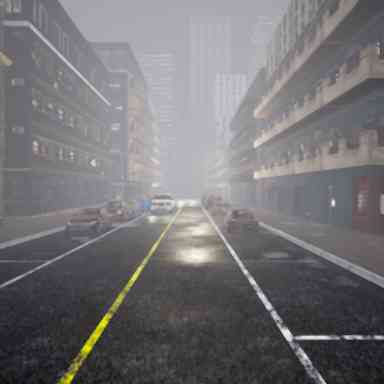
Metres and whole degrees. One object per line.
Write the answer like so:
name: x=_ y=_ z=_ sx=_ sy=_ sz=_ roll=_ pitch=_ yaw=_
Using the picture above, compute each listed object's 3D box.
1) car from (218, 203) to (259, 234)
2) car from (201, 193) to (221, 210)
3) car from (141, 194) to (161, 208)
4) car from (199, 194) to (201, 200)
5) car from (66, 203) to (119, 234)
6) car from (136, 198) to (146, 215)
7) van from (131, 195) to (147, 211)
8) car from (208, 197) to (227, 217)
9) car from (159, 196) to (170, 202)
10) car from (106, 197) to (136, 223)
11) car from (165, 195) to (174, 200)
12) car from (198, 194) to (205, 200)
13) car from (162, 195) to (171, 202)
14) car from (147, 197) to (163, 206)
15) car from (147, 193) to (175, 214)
car: x=2.676 y=1.542 z=18.765 sx=1.802 sy=1.307 sz=4.206 roll=-1 pitch=0 yaw=0
car: x=2.667 y=1.228 z=41.172 sx=2.192 sy=1.841 sz=5.009 roll=-1 pitch=0 yaw=0
car: x=-5.705 y=1.218 z=46.801 sx=2.192 sy=1.841 sz=5.009 roll=-1 pitch=0 yaw=0
car: x=2.664 y=1.206 z=52.377 sx=2.192 sy=1.841 sz=5.009 roll=-1 pitch=0 yaw=0
car: x=-5.671 y=1.543 z=18.792 sx=1.802 sy=1.307 sz=4.206 roll=-1 pitch=0 yaw=0
car: x=-5.675 y=1.488 z=29.995 sx=2.008 sy=1.369 sz=4.403 roll=-1 pitch=0 yaw=0
van: x=-5.679 y=1.267 z=35.597 sx=1.690 sy=1.788 sz=3.998 roll=-1 pitch=0 yaw=0
car: x=2.672 y=1.462 z=30.139 sx=1.752 sy=1.417 sz=4.829 roll=-1 pitch=0 yaw=0
car: x=-5.717 y=1.440 z=69.210 sx=1.802 sy=1.307 sz=4.206 roll=-1 pitch=0 yaw=0
car: x=-5.675 y=1.389 z=24.393 sx=1.967 sy=1.590 sz=4.097 roll=-1 pitch=0 yaw=0
car: x=-5.721 y=1.375 z=86.016 sx=2.008 sy=1.369 sz=4.403 roll=-1 pitch=0 yaw=0
car: x=2.657 y=1.338 z=91.761 sx=1.752 sy=1.417 sz=4.829 roll=-1 pitch=0 yaw=0
car: x=-5.719 y=1.428 z=74.812 sx=1.802 sy=1.307 sz=4.206 roll=-1 pitch=0 yaw=0
car: x=-5.720 y=1.442 z=52.404 sx=2.008 sy=1.369 sz=4.403 roll=-1 pitch=0 yaw=0
car: x=-3.009 y=1.156 z=34.812 sx=2.150 sy=2.045 sz=5.566 roll=0 pitch=0 yaw=0
